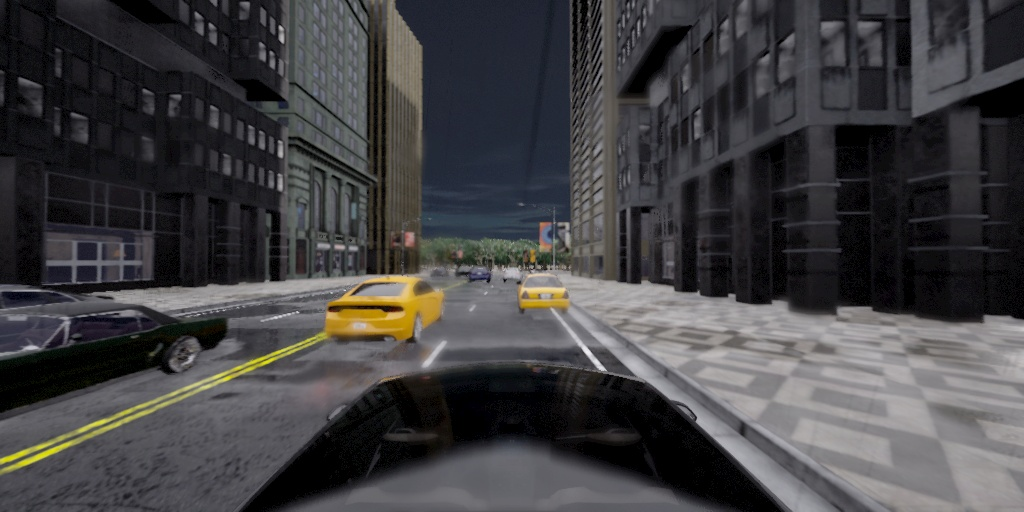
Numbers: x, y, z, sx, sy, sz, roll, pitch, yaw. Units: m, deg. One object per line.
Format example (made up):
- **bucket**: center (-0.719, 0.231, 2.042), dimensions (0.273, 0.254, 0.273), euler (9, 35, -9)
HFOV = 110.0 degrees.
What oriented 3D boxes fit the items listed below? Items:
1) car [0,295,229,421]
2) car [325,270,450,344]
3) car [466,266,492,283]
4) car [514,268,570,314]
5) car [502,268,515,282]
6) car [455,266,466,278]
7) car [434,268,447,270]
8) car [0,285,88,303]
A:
- **car**: center (-6.601, 1.386, 4.913), dimensions (1.895, 1.301, 4.718), euler (0, -1, 0)
- **car**: center (-3.149, 1.320, 9.906), dimensions (1.882, 1.535, 5.008), euler (0, -1, 0)
- **car**: center (-3.150, 1.784, 36.919), dimensions (2.097, 1.767, 4.553), euler (0, -2, 0)
- **car**: center (1.138, 1.361, 14.567), dimensions (1.801, 1.575, 5.366), euler (0, -1, 0)
- **car**: center (0.048, 2.014, 39.026), dimensions (1.812, 1.442, 4.674), euler (0, -2, 1)
- **car**: center (-6.578, 2.135, 49.504), dimensions (2.097, 1.767, 4.553), euler (0, -2, 0)
- **car**: center (-9.831, 2.324, 49.257), dimensions (2.033, 1.411, 5.357), euler (0, -2, 0)
- **car**: center (-9.851, 1.290, 6.108), dimensions (2.128, 1.511, 4.902), euler (0, -1, 0)
